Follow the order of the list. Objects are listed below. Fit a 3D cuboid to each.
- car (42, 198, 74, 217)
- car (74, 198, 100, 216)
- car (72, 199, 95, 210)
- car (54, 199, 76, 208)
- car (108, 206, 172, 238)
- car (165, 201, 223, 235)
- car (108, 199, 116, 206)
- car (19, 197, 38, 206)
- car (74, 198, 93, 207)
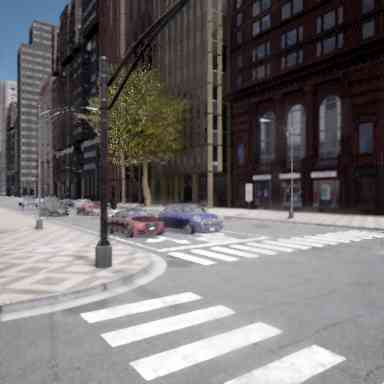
[{"bbox_3d":[-13.910,1.708,33.825,1.837,1.490,4.892,0,0,-35],"label":"car"},{"bbox_3d":[-10.784,1.722,35.017,1.812,1.442,4.674,0,0,-35],"label":"car"},{"bbox_3d":[-15.537,1.776,47.597,1.812,1.442,4.674,0,0,-35],"label":"car"},{"bbox_3d":[-21.278,1.841,55.620,2.033,1.411,5.357,0,0,-35],"label":"car"},{"bbox_3d":[-3.194,1.688,18.701,1.994,1.385,4.181,0,0,-35],"label":"car"},{"bbox_3d":[-0.163,1.473,20.049,2.097,1.767,4.553,0,0,-35],"label":"car"},{"bbox_3d":[-12.918,1.752,49.493,1.837,1.490,4.892,0,0,-35],"label":"car"},{"bbox_3d":[-23.226,1.346,47.127,2.097,1.767,4.553,0,0,-35],"label":"car"},{"bbox_3d":[-18.868,1.818,57.839,1.812,1.442,4.674,0,0,-35],"label":"car"}]
